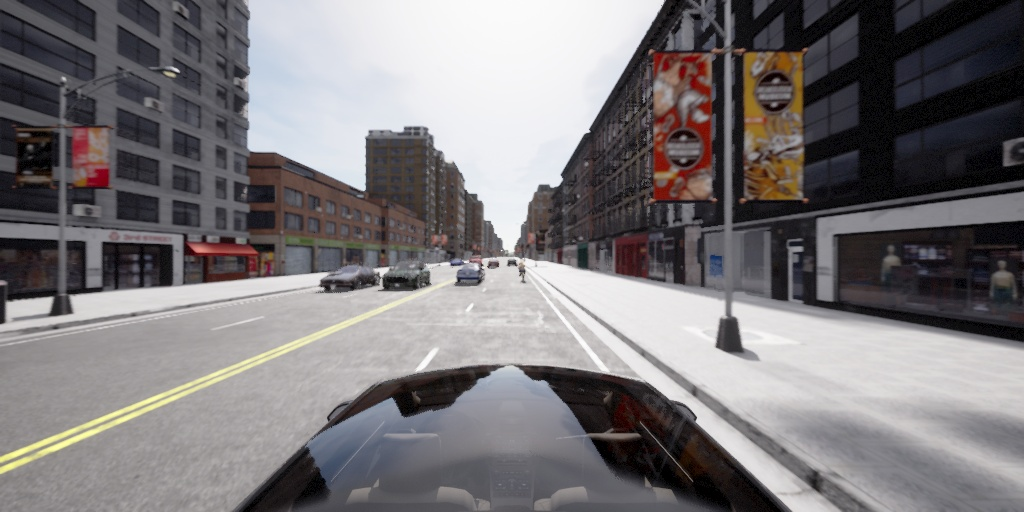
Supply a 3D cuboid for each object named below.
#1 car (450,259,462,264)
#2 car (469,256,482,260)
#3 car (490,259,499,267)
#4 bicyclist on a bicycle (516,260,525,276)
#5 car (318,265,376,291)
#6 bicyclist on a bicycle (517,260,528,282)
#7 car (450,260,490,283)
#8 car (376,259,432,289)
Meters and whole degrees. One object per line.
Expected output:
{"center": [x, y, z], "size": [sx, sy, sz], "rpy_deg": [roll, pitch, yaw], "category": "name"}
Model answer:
{"center": [-9.782, 1.189, 63.677], "size": [1.882, 1.535, 5.008], "rpy_deg": [0, 0, 0], "category": "car"}
{"center": [-6.524, 0.952, 65.073], "size": [2.150, 2.045, 5.566], "rpy_deg": [0, 0, 0], "category": "car"}
{"center": [-3.161, 1.241, 62.527], "size": [1.812, 1.442, 4.674], "rpy_deg": [0, 0, 0], "category": "car"}
{"center": [0.898, 1.176, 36.366], "size": [0.866, 1.612, 1.509], "rpy_deg": [0, 0, 0], "category": "bicyclist on a bicycle"}
{"center": [-9.853, 1.292, 22.385], "size": [2.033, 1.411, 5.357], "rpy_deg": [0, 0, 0], "category": "car"}
{"center": [0.863, 1.180, 28.088], "size": [0.866, 1.612, 1.509], "rpy_deg": [0, 0, 0], "category": "bicyclist on a bicycle"}
{"center": [-3.155, 1.291, 28.002], "size": [2.033, 1.411, 5.357], "rpy_deg": [0, 0, 0], "category": "car"}
{"center": [-6.600, 1.097, 22.862], "size": [2.097, 1.767, 4.553], "rpy_deg": [0, 0, 0], "category": "car"}
